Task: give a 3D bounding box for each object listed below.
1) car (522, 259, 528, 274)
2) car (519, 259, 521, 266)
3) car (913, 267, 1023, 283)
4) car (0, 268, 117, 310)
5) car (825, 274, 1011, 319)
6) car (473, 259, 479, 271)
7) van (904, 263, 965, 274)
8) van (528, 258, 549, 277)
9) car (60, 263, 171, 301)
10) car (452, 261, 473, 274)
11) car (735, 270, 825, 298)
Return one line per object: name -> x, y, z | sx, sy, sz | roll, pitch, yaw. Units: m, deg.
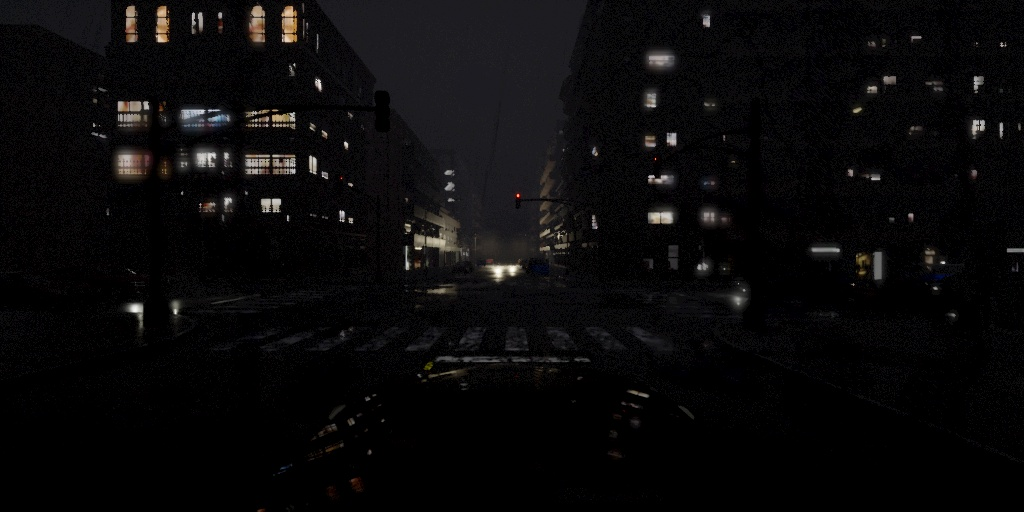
car -> 2.678, 1.091, 41.451 | 2.192, 1.841, 5.009 | 0, 0, 0
car -> 2.615, 1.252, 58.012 | 1.967, 1.591, 4.097 | 0, 0, 0
car -> 24.865, 1.516, 18.981 | 4.892, 1.490, 1.837 | 1, 0, 0
car -> -17.756, 1.215, 13.212 | 4.207, 1.307, 1.802 | 0, 0, 0
car -> 14.696, 1.498, 13.194 | 4.507, 1.381, 1.888 | 0, 0, 0
car -> -5.896, 1.352, 47.012 | 1.948, 1.339, 4.313 | 0, 0, 0
van -> 26.070, 1.343, 21.558 | 3.998, 1.789, 1.690 | 0, 0, 0
van -> 2.774, 1.109, 35.954 | 1.690, 1.789, 3.998 | 0, 0, 0
car -> -18.007, 1.086, 15.794 | 5.008, 1.535, 1.882 | 1, 0, 0
car -> -5.888, 1.358, 41.490 | 1.802, 1.307, 4.207 | 0, 0, 0
car -> 14.955, 1.453, 18.987 | 5.357, 1.411, 2.033 | 1, 0, 0
